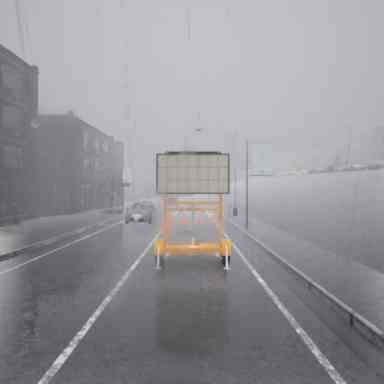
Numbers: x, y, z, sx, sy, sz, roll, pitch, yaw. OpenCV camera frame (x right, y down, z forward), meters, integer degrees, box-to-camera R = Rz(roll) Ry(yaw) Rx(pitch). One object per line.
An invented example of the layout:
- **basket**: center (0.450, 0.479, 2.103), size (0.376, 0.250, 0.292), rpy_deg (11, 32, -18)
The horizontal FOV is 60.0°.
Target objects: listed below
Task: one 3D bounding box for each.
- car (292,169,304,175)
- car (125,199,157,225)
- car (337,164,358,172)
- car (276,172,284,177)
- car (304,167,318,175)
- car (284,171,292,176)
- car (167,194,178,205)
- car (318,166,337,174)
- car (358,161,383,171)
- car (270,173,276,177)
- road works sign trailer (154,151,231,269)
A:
- **car**: center (22.417, -3.779, 66.168), size (2.097, 1.535, 5.008), rpy_deg (0, 1, -4)
- **car**: center (-3.611, 1.482, 24.156), size (2.128, 1.511, 4.902), rpy_deg (0, 0, 0)
- **car**: center (24.215, -3.431, 49.498), size (2.002, 1.452, 4.674), rpy_deg (0, 1, -7)
- **car**: center (21.827, -3.978, 77.246), size (2.231, 1.521, 4.892), rpy_deg (0, 1, -1)
- **car**: center (22.888, -3.803, 60.662), size (2.185, 1.767, 4.553), rpy_deg (0, 1, -5)
- **car**: center (22.063, -3.841, 71.704), size (2.002, 1.452, 4.674), rpy_deg (0, 1, -3)
- **car**: center (-4.128, 1.413, 65.852), size (2.150, 2.045, 5.566), rpy_deg (0, -1, -7)
- **car**: center (23.511, -3.542, 54.972), size (2.163, 1.488, 4.792), rpy_deg (0, 1, -6)
- **car**: center (25.023, -3.369, 44.138), size (2.231, 1.521, 4.892), rpy_deg (0, 1, -9)
- **car**: center (21.696, -4.057, 82.764), size (2.231, 1.521, 4.892), rpy_deg (0, 1, -1)
- **road works sign trailer**: center (0.034, 0.460, 11.070), size (2.380, 3.560, 2.880), rpy_deg (0, 0, 1)
